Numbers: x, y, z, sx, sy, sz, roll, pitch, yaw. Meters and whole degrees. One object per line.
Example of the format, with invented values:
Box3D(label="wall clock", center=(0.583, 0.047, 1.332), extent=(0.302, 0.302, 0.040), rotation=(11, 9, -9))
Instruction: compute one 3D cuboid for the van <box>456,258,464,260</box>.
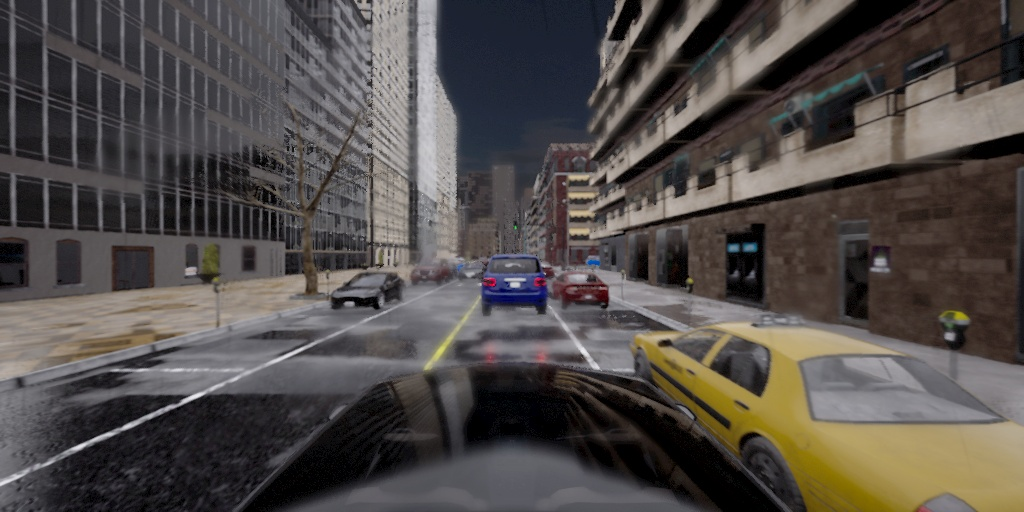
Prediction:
Box3D(label="van", center=(-5.695, 1.096, 36.839), extent=(1.690, 1.789, 3.998), rotation=(0, 0, 0))

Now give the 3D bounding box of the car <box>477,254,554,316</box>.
Box3D(label="car", center=(0.068, 0.970, 13.496), extent=(2.150, 2.045, 5.566), rotation=(0, 0, -1))

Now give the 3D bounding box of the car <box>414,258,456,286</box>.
Box3D(label="car", center=(-5.694, 1.065, 25.793), extent=(2.192, 1.841, 5.009), rotation=(0, 0, 0))

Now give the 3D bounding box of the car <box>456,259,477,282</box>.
Box3D(label="car", center=(-3.089, 1.243, 28.667), extent=(2.128, 1.511, 4.902), rotation=(0, 0, 0))

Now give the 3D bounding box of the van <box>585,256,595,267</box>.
Box3D(label="van", center=(13.714, 0.880, 56.803), extent=(3.998, 1.789, 1.690), rotation=(0, 0, 0))

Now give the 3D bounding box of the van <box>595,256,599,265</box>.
Box3D(label="van", center=(13.737, 0.914, 48.422), extent=(3.998, 1.789, 1.690), rotation=(0, 0, 0))

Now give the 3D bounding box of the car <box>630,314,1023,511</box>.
Box3D(label="car", center=(2.689, 1.275, 3.872), extent=(1.751, 1.417, 4.829), rotation=(0, 0, 0))

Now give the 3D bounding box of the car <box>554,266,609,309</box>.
Box3D(label="car", center=(2.688, 1.295, 14.748), extent=(1.888, 1.381, 4.507), rotation=(0, 0, 0))

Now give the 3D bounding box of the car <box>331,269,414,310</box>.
Box3D(label="car", center=(-5.693, 1.315, 14.748), extent=(1.948, 1.339, 4.313), rotation=(0, 0, 0))
